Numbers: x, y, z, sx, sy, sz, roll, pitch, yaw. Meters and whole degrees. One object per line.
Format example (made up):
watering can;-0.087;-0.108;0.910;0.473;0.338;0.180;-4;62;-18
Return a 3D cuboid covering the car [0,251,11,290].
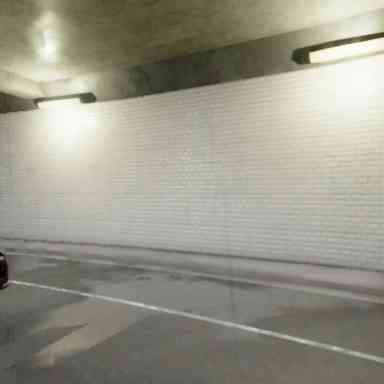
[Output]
car;-5.861;1.470;6.608;4.902;1.511;2.128;0;0;24
